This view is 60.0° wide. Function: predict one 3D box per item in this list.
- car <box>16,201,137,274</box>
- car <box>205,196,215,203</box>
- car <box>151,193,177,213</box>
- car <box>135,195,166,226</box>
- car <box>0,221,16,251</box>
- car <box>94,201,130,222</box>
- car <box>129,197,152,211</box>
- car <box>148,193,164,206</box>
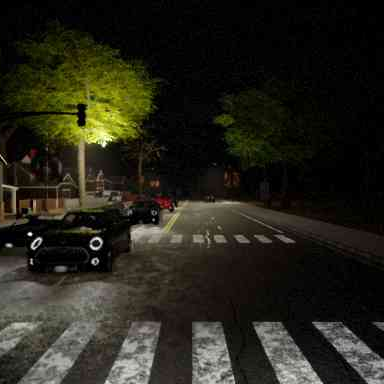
[{"bbox_3d":[-3.299,1.348,10.634,2.097,1.767,4.553,0,0,0],"label":"car"},{"bbox_3d":[3.677,1.506,67.636,1.837,1.490,4.892,0,0,1],"label":"car"},{"bbox_3d":[-3.175,1.213,37.091,2.150,2.045,5.566,0,0,-1],"label":"car"},{"bbox_3d":[-3.236,1.345,23.415,2.097,1.767,4.553,0,0,0],"label":"car"},{"bbox_3d":[-6.534,1.597,14.099,1.895,1.301,4.718,0,0,0],"label":"car"},{"bbox_3d":[-6.460,1.518,27.404,1.812,1.442,4.674,0,0,0],"label":"car"},{"bbox_3d":[-6.387,1.485,42.127,2.128,1.511,4.902,0,0,0],"label":"car"},{"bbox_3d":[-6.218,1.240,58.217,2.150,2.045,5.566,0,0,0],"label":"car"}]
